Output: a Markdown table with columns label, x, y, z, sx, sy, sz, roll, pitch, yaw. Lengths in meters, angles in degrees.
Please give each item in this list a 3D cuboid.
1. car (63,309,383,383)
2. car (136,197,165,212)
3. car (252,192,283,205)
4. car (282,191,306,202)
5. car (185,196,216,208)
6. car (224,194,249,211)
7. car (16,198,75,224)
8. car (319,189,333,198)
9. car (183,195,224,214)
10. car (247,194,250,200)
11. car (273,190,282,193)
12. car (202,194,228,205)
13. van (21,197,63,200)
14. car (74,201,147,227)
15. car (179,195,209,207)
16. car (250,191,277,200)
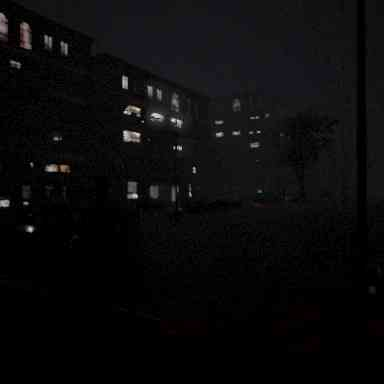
| label | x | y | z | sx | sy | sz | roll | pitch | yaw |
| --- | --- | --- | --- | --- | --- | --- | --- | --- | --- |
| car | 0.939 | 1.549 | 2.195 | 4.507 | 1.381 | 1.887 | -1 | 0 | 36 |
| car | -4.791 | 1.321 | 33.972 | 1.882 | 1.535 | 5.008 | 0 | 1 | 34 |
| car | 10.407 | 1.090 | 45.721 | 2.008 | 1.369 | 4.403 | 1 | 1 | 35 |
| car | 16.849 | 0.891 | 55.015 | 1.752 | 1.417 | 4.829 | 1 | 1 | 35 |
| car | 1.189 | 1.244 | 42.591 | 1.994 | 1.385 | 4.181 | 0 | 1 | 35 |
| car | 4.063 | 1.262 | 36.566 | 2.008 | 1.369 | 4.403 | 1 | 1 | 35 |
| car | -10.701 | 1.482 | 25.450 | 1.882 | 1.535 | 5.008 | 0 | 1 | 35 |
| car | 30.160 | 0.233 | 74.765 | 2.150 | 2.045 | 5.566 | 0 | 1 | 35 |
| car | 0.890 | 1.342 | 31.988 | 1.887 | 1.381 | 4.507 | 1 | 1 | 35 |
| car | 9.865 | 0.964 | 59.650 | 1.947 | 1.339 | 4.313 | 1 | 1 | 35 |
| car | 16.780 | 0.672 | 59.500 | 2.097 | 1.767 | 4.553 | 0 | 1 | 36 |
| car | 3.521 | 1.120 | 50.495 | 2.008 | 1.369 | 4.403 | 1 | 1 | 35 |
| van | -12.340 | 1.342 | 27.605 | 1.690 | 1.788 | 3.998 | 1 | 1 | 35 |
| car | -5.453 | 1.537 | 22.835 | 1.947 | 1.339 | 4.313 | 1 | 1 | 35 |
| car | 0.349 | 1.221 | 45.918 | 1.947 | 1.339 | 4.313 | 1 | 1 | 35 |
| car | 11.218 | 0.974 | 51.458 | 1.837 | 1.490 | 4.892 | 0 | 1 | 35 |
